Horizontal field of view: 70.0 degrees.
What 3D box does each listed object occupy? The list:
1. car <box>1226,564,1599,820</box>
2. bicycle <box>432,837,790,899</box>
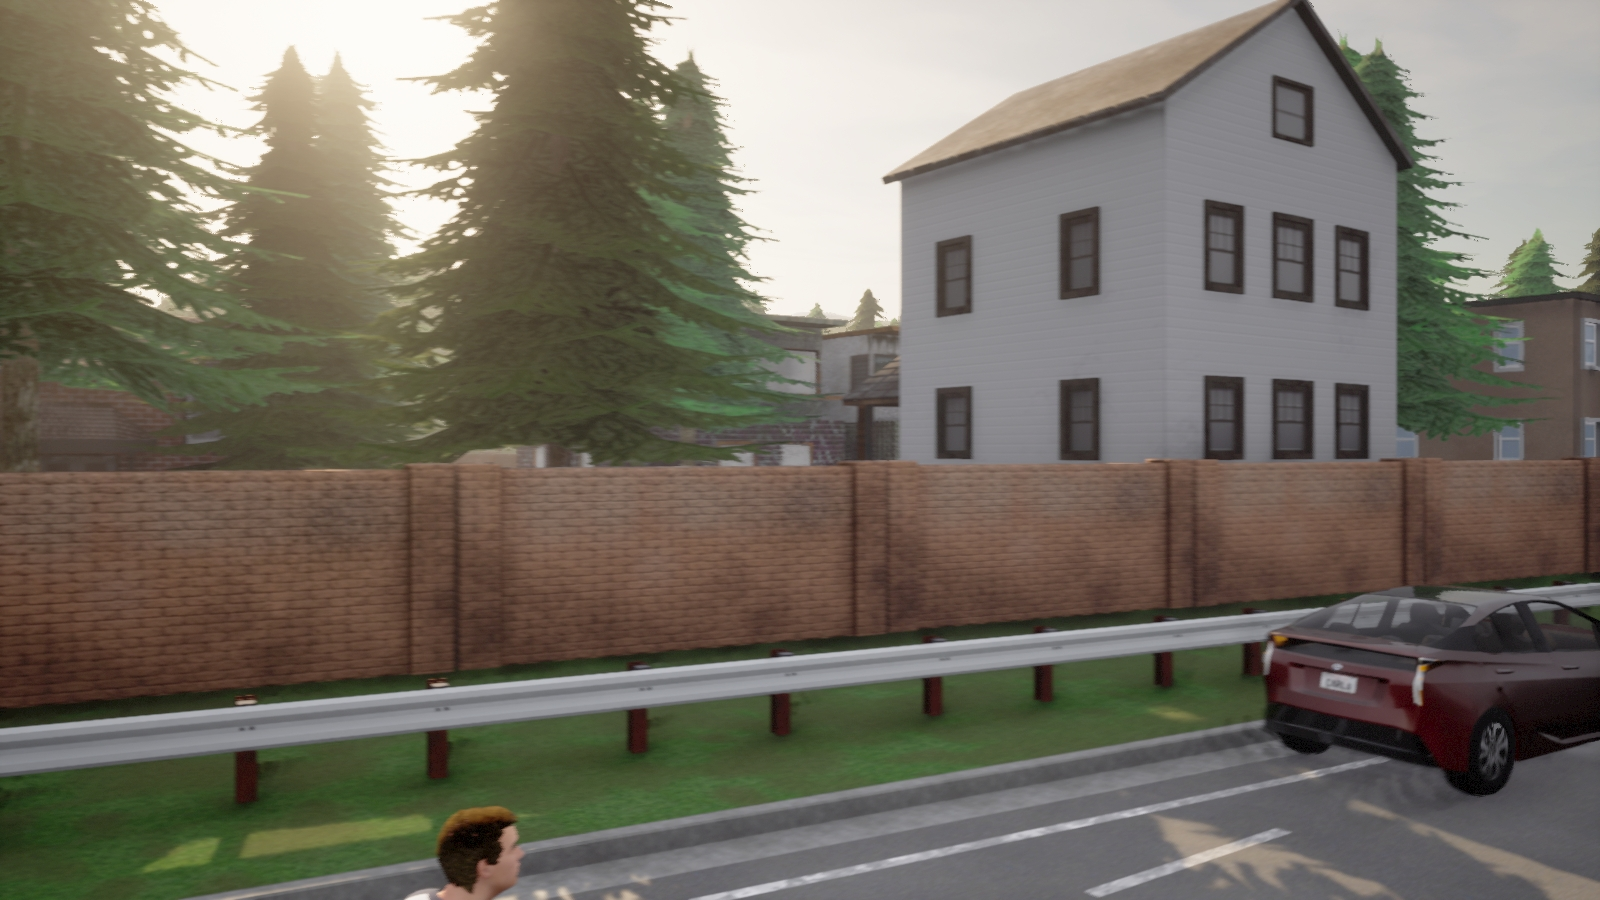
[{"bbox_3d":[6.302,2.040,10.700,4.514,1.525,2.007,0,0,-32],"label":"car"},{"bbox_3d":[-0.819,2.056,3.263,1.643,1.496,0.373,1,0,-34],"label":"bicycle"}]
